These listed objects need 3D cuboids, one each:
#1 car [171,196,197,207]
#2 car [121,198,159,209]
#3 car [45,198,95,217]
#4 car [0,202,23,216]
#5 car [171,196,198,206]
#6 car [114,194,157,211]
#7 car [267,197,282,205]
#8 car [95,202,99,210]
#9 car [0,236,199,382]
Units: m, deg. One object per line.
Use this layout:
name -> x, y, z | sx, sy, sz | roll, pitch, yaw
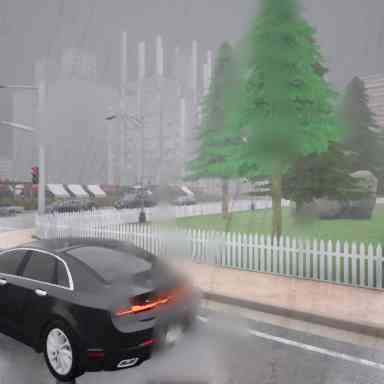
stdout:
car -> -1.146, 1.352, 48.744 | 2.097, 1.767, 4.553 | 0, 0, 34
car -> -7.137, 1.548, 46.130 | 2.033, 1.411, 5.357 | 0, 0, 34
car -> -12.325, 1.491, 32.136 | 2.128, 1.511, 4.902 | 0, 0, 34
car -> -18.020, 1.601, 30.051 | 1.895, 1.301, 4.718 | 0, 0, 36
car -> -1.178, 1.505, 54.938 | 1.837, 1.490, 4.892 | 0, 0, 34
car -> -6.851, 1.221, 40.283 | 2.150, 2.045, 5.566 | 0, 0, 34
car -> 14.945, 1.564, 59.830 | 1.994, 1.385, 4.181 | 0, 0, 34
car -> -12.883, 1.478, 37.583 | 1.882, 1.535, 5.008 | 0, 0, 34
car -> -2.178, 1.505, 5.481 | 4.892, 1.490, 1.837 | 0, 0, 36
